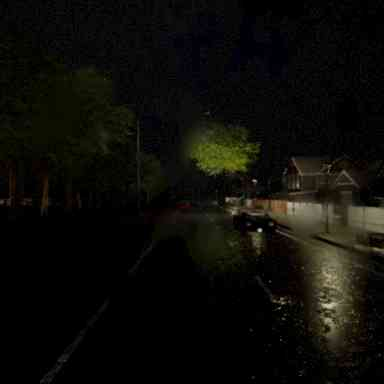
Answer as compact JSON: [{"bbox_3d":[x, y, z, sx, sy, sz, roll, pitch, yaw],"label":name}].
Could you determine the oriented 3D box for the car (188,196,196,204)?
[{"bbox_3d":[-0.002,2.018,88.836,2.150,2.045,5.566,0,0,0],"label":"car"}]

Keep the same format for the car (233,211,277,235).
[{"bbox_3d":[3.600,1.754,19.874,1.895,1.301,4.718,0,-1,0],"label":"car"}]

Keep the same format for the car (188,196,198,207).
[{"bbox_3d":[-0.001,1.893,65.471,2.150,2.045,5.566,0,-1,0],"label":"car"}]

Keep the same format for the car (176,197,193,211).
[{"bbox_3d":[-1.226,1.905,46.832,1.882,1.535,5.008,0,-1,0],"label":"car"}]
